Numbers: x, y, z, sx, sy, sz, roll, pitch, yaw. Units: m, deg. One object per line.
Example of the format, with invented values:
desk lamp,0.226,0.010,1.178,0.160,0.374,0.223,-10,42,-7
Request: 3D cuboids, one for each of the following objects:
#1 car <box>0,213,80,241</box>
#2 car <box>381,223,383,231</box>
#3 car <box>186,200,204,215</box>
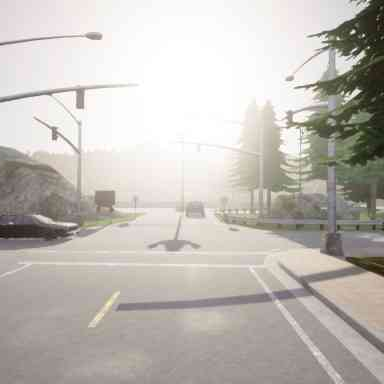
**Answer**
car,-8.866,1.842,17.693,5.357,1.411,2.033,-1,-1,1
car,15.025,2.060,21.076,5.357,1.411,2.033,0,-1,-2
car,0.390,1.783,40.090,2.097,1.767,4.553,0,-1,0
